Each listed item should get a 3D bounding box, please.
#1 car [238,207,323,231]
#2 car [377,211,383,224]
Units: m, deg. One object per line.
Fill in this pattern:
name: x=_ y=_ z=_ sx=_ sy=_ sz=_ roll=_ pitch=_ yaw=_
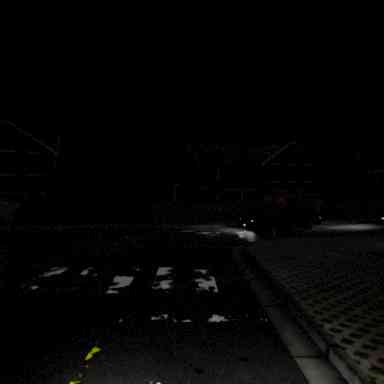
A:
car: x=5.631 y=1.621 z=20.972 sx=5.357 sy=1.411 sz=2.033 roll=1 pitch=0 yaw=-21
car: x=16.124 y=1.682 z=24.877 sx=4.902 sy=1.511 sz=2.128 roll=1 pitch=0 yaw=-20
